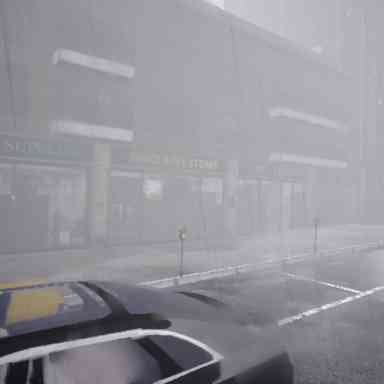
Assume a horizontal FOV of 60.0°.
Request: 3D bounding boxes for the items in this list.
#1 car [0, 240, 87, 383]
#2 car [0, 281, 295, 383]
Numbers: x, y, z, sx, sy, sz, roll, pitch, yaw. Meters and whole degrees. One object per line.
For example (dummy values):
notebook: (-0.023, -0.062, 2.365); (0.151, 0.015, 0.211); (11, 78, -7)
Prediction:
car: (-3.763, 1.525, 3.386); (4.829, 1.417, 1.752); (0, 2, -35)
car: (-1.410, 1.491, 2.063); (4.902, 1.511, 2.128); (0, 0, -36)
